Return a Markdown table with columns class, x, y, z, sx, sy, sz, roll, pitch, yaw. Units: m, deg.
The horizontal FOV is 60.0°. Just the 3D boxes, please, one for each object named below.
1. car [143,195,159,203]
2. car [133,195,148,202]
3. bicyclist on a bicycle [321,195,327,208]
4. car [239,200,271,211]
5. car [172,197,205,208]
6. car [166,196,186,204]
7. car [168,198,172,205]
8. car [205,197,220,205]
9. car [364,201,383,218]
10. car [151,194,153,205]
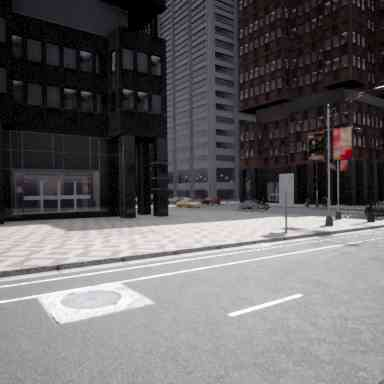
| class | x | y | z | sx | sy | sz | roll | pitch | yaw |
| --- | --- | --- | --- | --- | --- | --- | --- | --- | --- |
| car | -9.479 | 1.594 | 76.508 | 1.967 | 1.590 | 4.097 | -1 | 1 | -36 |
| car | -12.633 | 1.618 | 80.922 | 1.967 | 1.590 | 4.097 | -1 | 1 | -36 |
| bicyclist on a bicycle | 17.416 | 1.252 | 43.805 | 1.656 | 1.620 | 0.582 | -1 | 1 | -36 |
| car | 7.881 | 1.660 | 42.139 | 1.994 | 1.385 | 4.181 | -1 | 0 | -36 |
| car | -0.547 | 1.699 | 49.349 | 1.752 | 1.417 | 4.829 | -1 | 1 | -36 |
| car | -3.268 | 1.636 | 67.819 | 1.752 | 1.417 | 4.829 | -1 | 1 | -36 |
| car | -1.570 | 1.672 | 60.751 | 2.033 | 1.411 | 5.357 | -1 | 0 | -35 |
| car | 3.139 | 1.612 | 58.853 | 1.887 | 1.381 | 4.507 | -1 | 1 | -36 |
| car | 17.662 | 1.539 | 28.851 | 1.837 | 1.490 | 4.892 | -1 | 0 | -40 |
| car | -6.089 | 1.410 | 61.841 | 2.150 | 2.045 | 5.566 | -1 | 0 | -35 |
